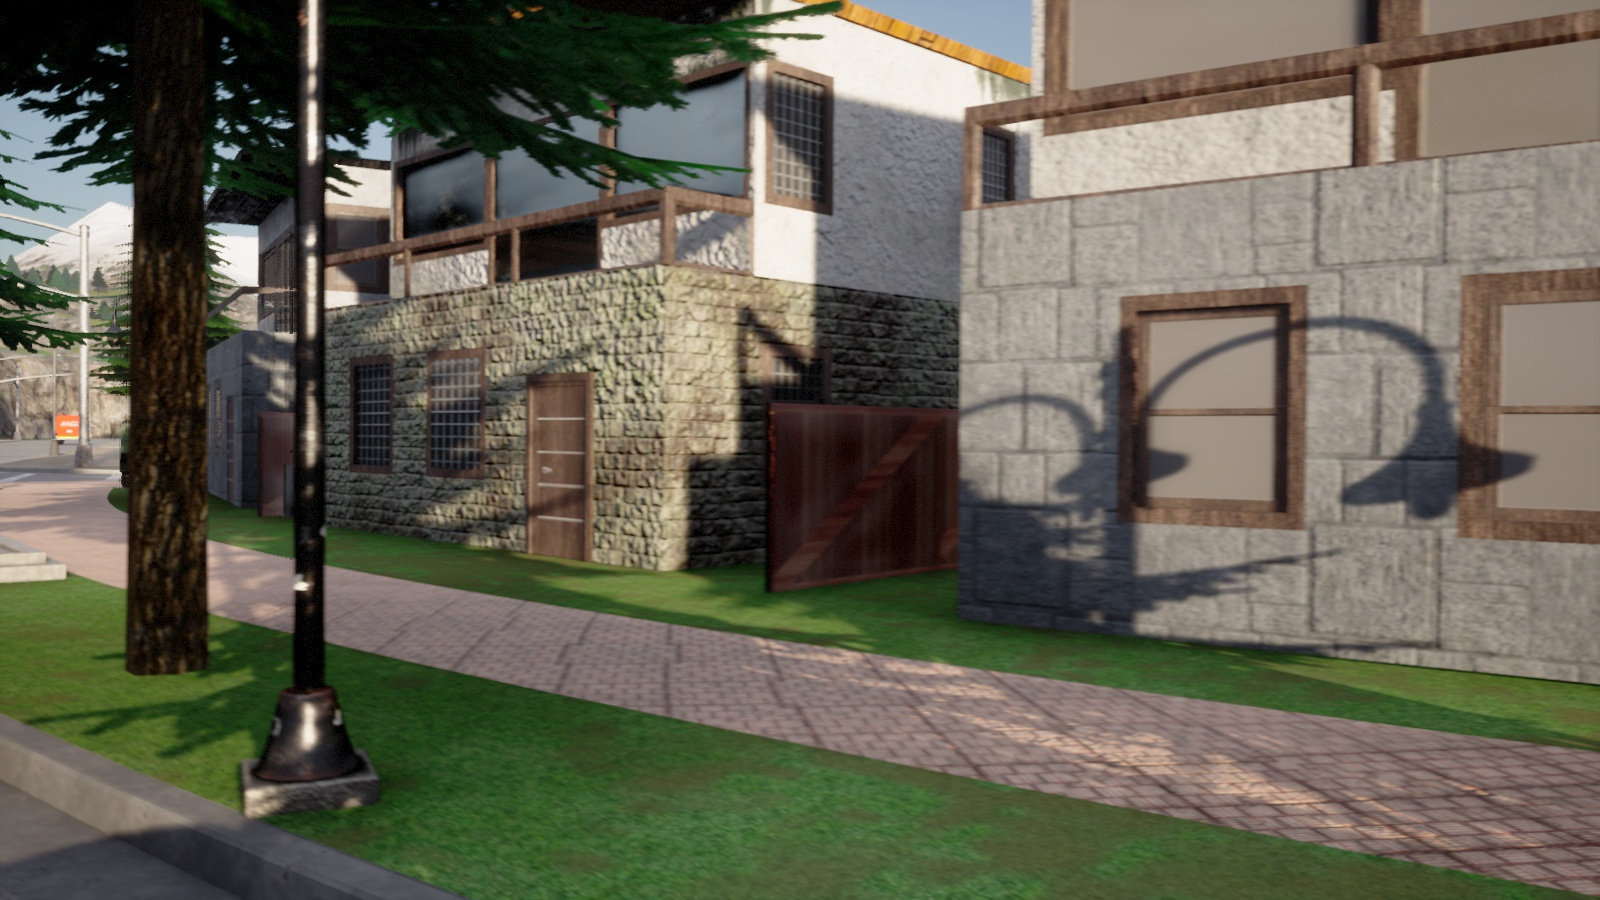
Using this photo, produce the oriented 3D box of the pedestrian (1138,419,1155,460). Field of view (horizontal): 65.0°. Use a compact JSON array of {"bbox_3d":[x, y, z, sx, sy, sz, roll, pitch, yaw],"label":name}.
[{"bbox_3d":[15.656,-0.483,56.727,0.634,1.846,0.331,-1,1,-26],"label":"pedestrian"}]
